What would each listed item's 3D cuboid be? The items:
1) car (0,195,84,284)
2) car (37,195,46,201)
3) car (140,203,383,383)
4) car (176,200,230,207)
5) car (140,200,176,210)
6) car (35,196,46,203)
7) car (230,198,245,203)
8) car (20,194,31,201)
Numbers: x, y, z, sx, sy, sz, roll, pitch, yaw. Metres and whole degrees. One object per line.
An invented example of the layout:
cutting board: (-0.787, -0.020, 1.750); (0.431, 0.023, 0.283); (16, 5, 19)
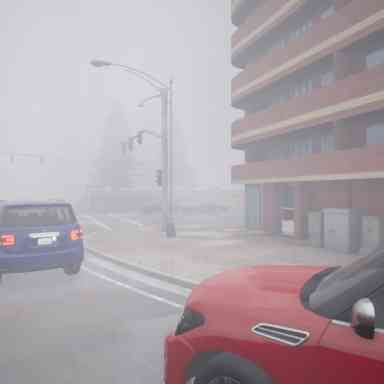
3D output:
car: (-4.941, 1.221, 9.792); (2.150, 2.045, 5.566); (0, 0, -36)
car: (-37.290, 1.478, 82.497); (1.882, 1.535, 5.008); (0, 0, -23)
car: (2.364, 1.221, 2.441); (5.566, 2.045, 2.150); (0, 0, 36)
car: (1.105, 1.656, 34.237); (4.718, 1.301, 1.895); (0, 0, -23)
car: (-3.352, 1.581, 36.150); (4.674, 1.442, 1.812); (0, 0, -23)
car: (-33.261, 1.540, 73.024); (2.033, 1.411, 5.357); (0, 0, -23)
car: (5.172, 1.533, 39.723); (5.008, 1.535, 1.882); (0, 0, -23)
car: (-40.464, 1.355, 81.017); (2.097, 1.767, 4.553); (0, 0, -23)
